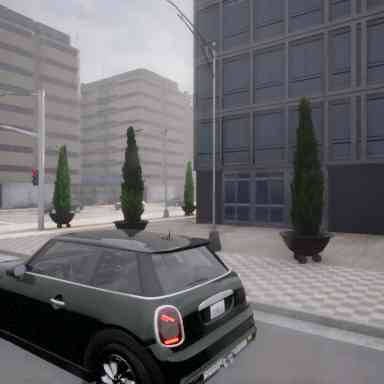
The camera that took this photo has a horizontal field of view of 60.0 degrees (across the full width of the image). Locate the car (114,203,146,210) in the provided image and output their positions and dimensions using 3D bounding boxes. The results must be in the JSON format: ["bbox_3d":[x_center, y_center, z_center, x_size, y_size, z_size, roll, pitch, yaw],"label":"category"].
[{"bbox_3d":[-8.168,1.581,44.296,1.812,1.442,4.674,0,0,35],"label":"car"}]

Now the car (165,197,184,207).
[{"bbox_3d":[-2.220,1.560,52.716,1.837,1.490,4.892,0,0,35],"label":"car"}]

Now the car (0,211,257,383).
[{"bbox_3d":[-1.439,1.352,5.018,4.553,1.767,2.097,0,0,35],"label":"car"}]

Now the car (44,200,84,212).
[{"bbox_3d":[-14.062,1.560,35.955,1.837,1.490,4.892,0,0,35],"label":"car"}]
